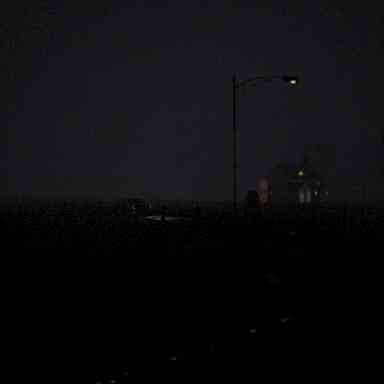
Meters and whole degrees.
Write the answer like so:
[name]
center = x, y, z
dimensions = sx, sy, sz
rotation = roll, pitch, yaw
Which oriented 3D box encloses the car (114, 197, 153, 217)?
[car]
center = -5.550, 1.313, 31.215
dimensions = 2.097, 1.767, 4.553
rotation = -1, 1, -37
